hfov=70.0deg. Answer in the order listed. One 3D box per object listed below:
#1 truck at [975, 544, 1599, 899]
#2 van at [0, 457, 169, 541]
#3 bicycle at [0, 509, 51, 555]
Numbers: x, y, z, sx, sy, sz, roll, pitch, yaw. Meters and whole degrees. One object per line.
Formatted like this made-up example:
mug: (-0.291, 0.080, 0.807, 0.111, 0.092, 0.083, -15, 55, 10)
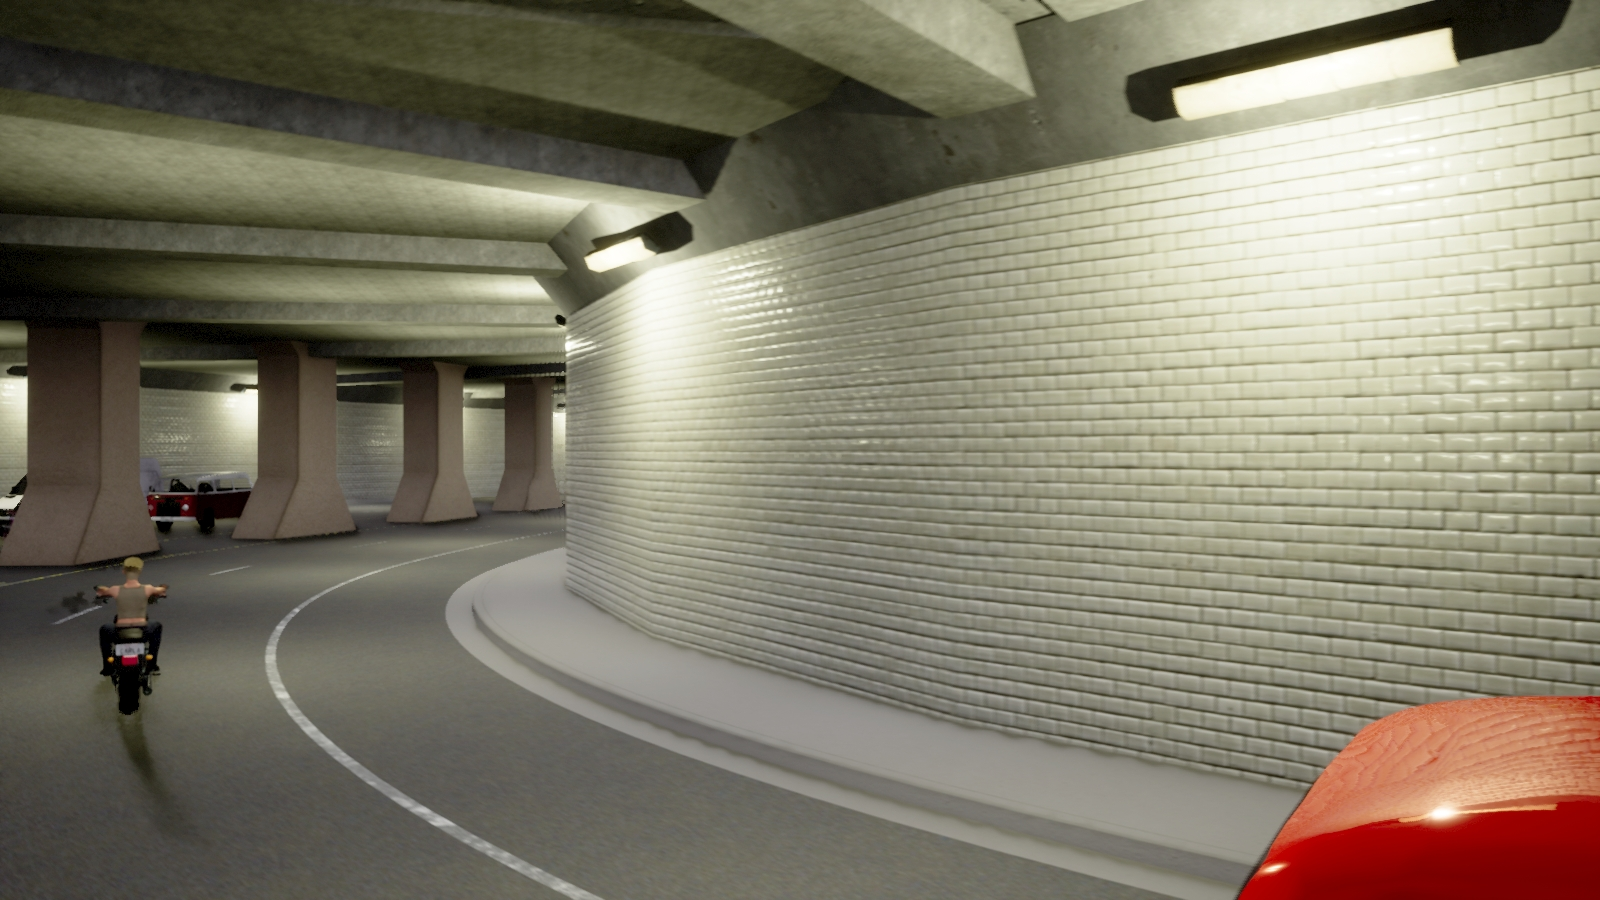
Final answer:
truck: (3.185, 1.569, 1.536, 5.204, 2.467, 2.627, 0, 0, 35)
van: (-24.227, 1.541, 38.433, 1.988, 2.561, 5.915, 0, 0, 10)
bicycle: (-21.471, 2.238, 31.467, 0.329, 1.126, 1.835, 0, 0, 5)
